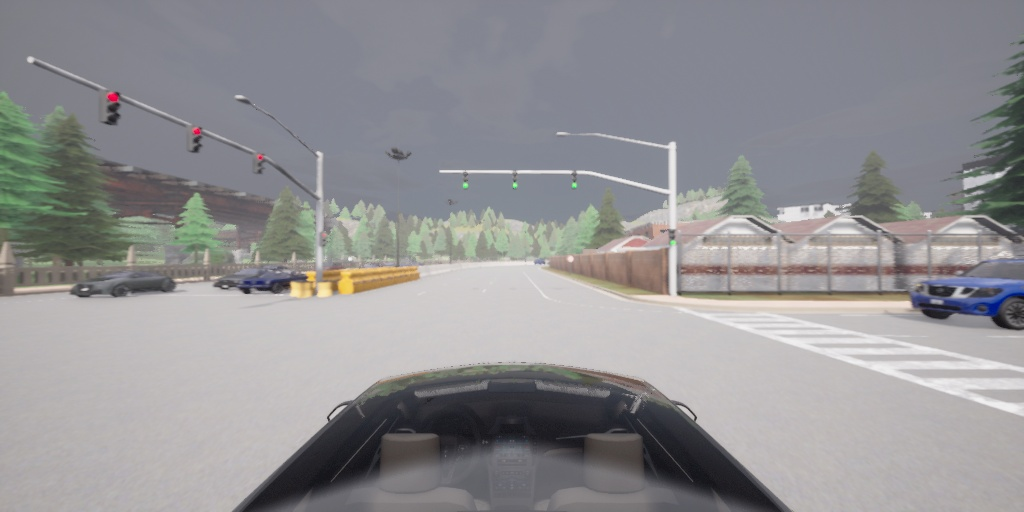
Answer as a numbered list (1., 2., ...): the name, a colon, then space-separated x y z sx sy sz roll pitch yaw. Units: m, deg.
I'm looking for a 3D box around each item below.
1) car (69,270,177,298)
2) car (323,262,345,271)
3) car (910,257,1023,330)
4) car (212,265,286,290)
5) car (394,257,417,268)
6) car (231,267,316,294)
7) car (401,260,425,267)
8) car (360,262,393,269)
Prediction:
1. car: -20.996 1.479 19.618 1.994 1.385 4.181 0 -1 0
2. car: -20.995 1.462 41.093 2.097 1.767 4.553 0 0 0
3. car: 15.799 1.055 10.921 5.566 2.045 2.150 0 -1 2
4. car: -17.595 1.508 24.651 2.033 1.411 5.357 0 -1 0
5. car: -17.492 1.128 60.448 2.150 2.045 5.566 0 -1 0
6. car: -14.018 1.533 21.587 1.895 1.301 4.718 0 -1 -1
7. car: -14.047 1.704 52.353 2.128 1.511 4.902 0 0 1
8. car: -14.080 1.631 36.379 1.994 1.385 4.181 0 -1 0
